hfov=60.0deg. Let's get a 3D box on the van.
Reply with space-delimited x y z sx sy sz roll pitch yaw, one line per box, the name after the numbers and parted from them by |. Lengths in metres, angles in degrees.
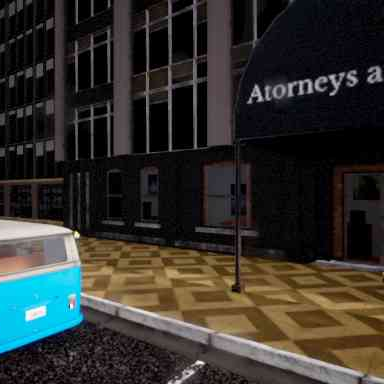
-3.539 1.345 5.420 3.998 1.788 1.690 0 0 36 | van
